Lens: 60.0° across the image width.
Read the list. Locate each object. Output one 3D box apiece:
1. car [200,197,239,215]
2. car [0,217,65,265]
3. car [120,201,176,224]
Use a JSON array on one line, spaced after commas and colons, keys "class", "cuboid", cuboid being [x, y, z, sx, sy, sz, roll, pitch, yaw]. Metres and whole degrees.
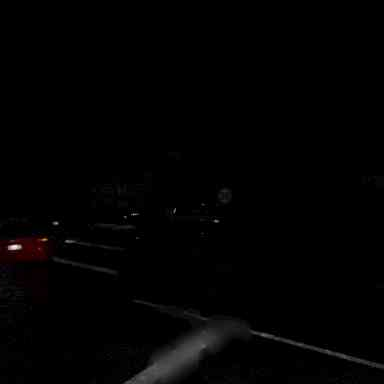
[{"class": "car", "cuboid": [2.708, 1.272, 32.465, 2.097, 1.767, 4.553, 0, 0, 37]}, {"class": "car", "cuboid": [-5.624, 1.530, 11.367, 1.994, 1.385, 4.181, -1, 1, -17]}, {"class": "car", "cuboid": [-3.107, 1.425, 24.333, 1.837, 1.490, 4.892, 0, 0, 35]}]
